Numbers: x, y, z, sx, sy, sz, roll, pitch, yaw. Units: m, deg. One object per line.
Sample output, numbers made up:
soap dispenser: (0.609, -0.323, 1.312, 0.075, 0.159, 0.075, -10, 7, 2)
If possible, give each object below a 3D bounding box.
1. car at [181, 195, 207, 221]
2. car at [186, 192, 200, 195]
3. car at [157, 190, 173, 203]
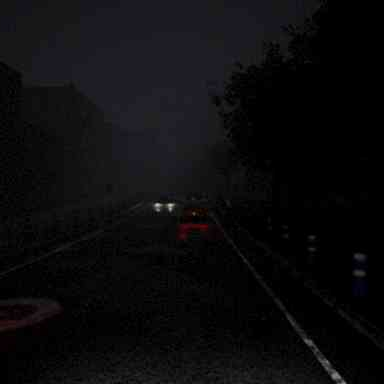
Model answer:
car: (0.141, 1.319, 26.131, 1.882, 1.535, 5.008, 0, 1, 0)
car: (0.167, 0.648, 43.146, 1.994, 1.385, 4.181, 0, 4, 0)
car: (-3.518, 0.521, 43.767, 1.882, 1.535, 5.008, 0, 4, 0)
